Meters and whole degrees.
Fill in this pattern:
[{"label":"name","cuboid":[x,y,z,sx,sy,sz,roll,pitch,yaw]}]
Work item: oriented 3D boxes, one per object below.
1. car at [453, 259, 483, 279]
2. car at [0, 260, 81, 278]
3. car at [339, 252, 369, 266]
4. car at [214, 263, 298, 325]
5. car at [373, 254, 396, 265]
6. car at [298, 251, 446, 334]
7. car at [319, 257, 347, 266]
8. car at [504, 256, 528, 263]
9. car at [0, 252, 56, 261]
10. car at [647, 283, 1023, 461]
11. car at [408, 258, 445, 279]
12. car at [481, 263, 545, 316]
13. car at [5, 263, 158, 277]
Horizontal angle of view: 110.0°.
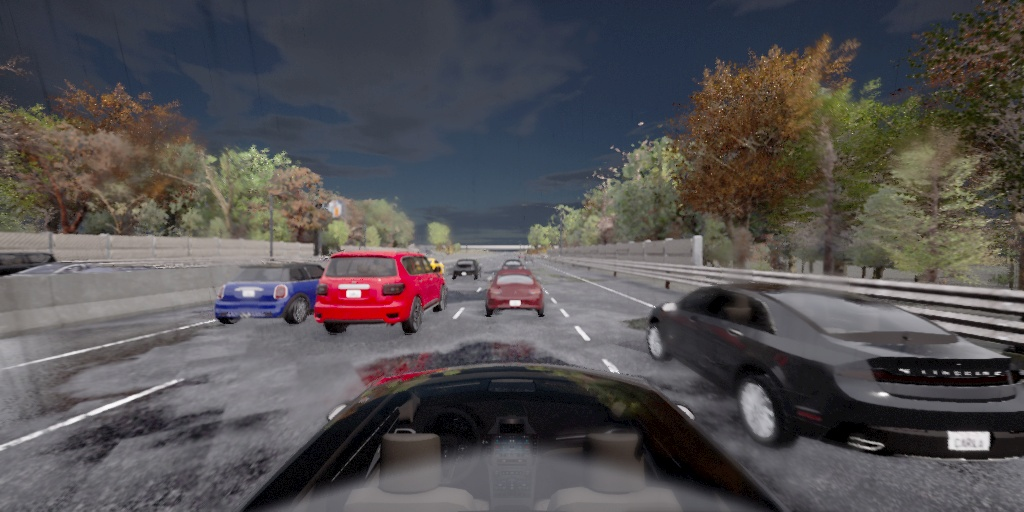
[{"label":"car","cuboid":[-3.421,0.980,27.950,1.837,1.490,4.892,0,1,0]},{"label":"car","cuboid":[-21.111,1.081,16.834,2.128,1.511,4.902,0,1,0]},{"label":"car","cuboid":[-24.587,0.415,55.933,2.150,2.045,5.566,0,1,1]},{"label":"car","cuboid":[-6.908,0.997,11.545,2.097,1.767,4.553,0,1,0]},{"label":"car","cuboid":[-21.081,0.512,59.464,2.097,1.767,4.553,0,1,0]},{"label":"car","cuboid":[-3.410,0.878,10.403,2.150,2.045,5.566,0,1,0]},{"label":"car","cuboid":[-28.074,0.791,56.371,1.895,1.301,4.718,0,1,1]},{"label":"car","cuboid":[0.080,0.990,28.993,1.812,1.442,4.674,0,1,0]},{"label":"car","cuboid":[-24.612,0.814,16.461,2.150,2.045,5.566,0,1,0]},{"label":"car","cuboid":[3.517,1.136,5.131,1.837,1.490,4.892,0,0,2]},{"label":"car","cuboid":[-6.917,0.937,29.560,1.882,1.535,5.008,0,1,0]},{"label":"car","cuboid":[0.093,1.159,12.587,1.812,1.442,4.674,0,1,0]},{"label":"car","cuboid":[-17.612,1.146,15.928,2.033,1.411,5.357,0,1,0]}]
